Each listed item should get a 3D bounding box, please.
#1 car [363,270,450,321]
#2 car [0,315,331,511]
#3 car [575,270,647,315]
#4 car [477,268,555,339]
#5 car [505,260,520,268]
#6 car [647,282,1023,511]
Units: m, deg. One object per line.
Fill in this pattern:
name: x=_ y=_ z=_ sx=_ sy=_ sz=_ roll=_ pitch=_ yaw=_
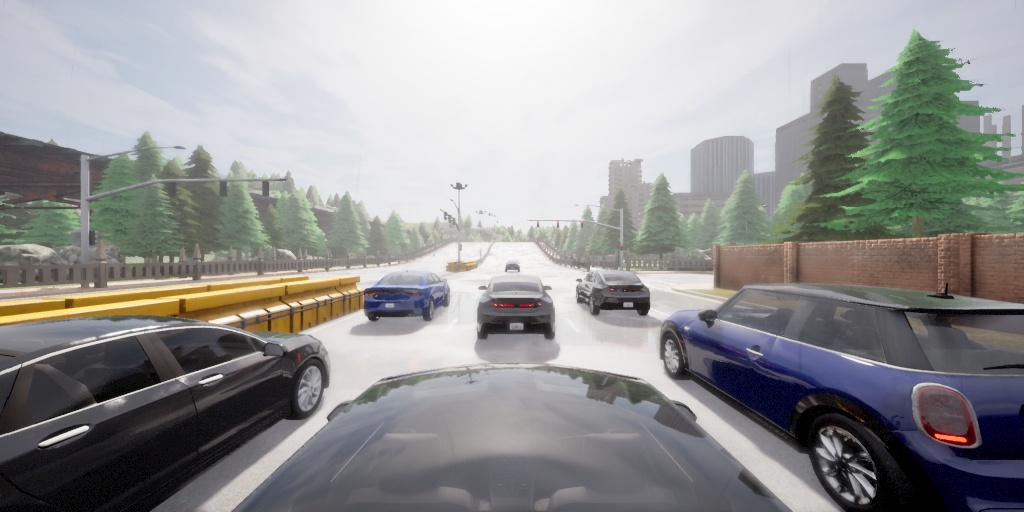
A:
car: x=-3.404 y=1.228 z=12.466 sx=1.882 sy=1.535 sz=5.008 roll=0 pitch=0 yaw=0
car: x=-3.400 y=1.255 z=2.973 sx=1.837 sy=1.490 sz=4.892 roll=0 pitch=0 yaw=0
car: x=3.614 y=1.255 z=13.478 sx=1.837 sy=1.490 sz=4.892 roll=0 pitch=0 yaw=1
car: x=0.096 y=1.255 z=10.043 sx=1.837 sy=1.490 sz=4.892 roll=0 pitch=0 yaw=0
car: x=0.068 y=1.276 z=46.201 sx=1.812 sy=1.442 sz=4.674 roll=0 pitch=0 yaw=0
car: x=3.601 y=1.102 z=4.393 sx=2.097 sy=1.767 sz=4.553 roll=0 pitch=0 yaw=0
